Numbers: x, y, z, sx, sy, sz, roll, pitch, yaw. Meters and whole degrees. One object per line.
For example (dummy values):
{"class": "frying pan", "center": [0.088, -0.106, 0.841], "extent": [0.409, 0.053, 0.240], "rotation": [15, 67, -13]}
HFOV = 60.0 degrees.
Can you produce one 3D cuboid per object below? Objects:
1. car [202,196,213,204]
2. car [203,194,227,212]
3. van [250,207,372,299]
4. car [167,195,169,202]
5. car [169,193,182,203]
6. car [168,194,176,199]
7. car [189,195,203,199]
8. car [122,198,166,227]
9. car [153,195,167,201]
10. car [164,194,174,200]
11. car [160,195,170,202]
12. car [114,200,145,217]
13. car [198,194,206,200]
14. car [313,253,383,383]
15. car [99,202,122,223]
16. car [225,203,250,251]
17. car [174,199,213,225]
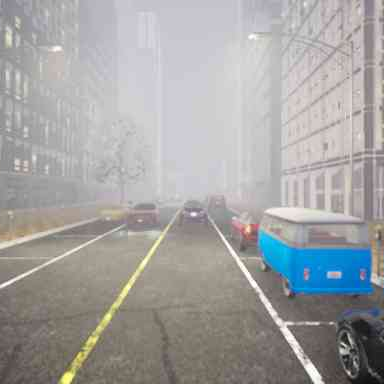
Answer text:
{"class": "car", "center": [2.691, 1.378, 59.541], "extent": [1.752, 1.417, 4.829], "rotation": [0, 0, 0]}
{"class": "car", "center": [2.693, 1.232, 36.603], "extent": [2.192, 1.841, 5.009], "rotation": [0, 0, 0]}
{"class": "van", "center": [2.694, 1.325, 8.143], "extent": [1.690, 1.788, 3.998], "rotation": [0, 0, 0]}
{"class": "car", "center": [-5.690, 1.419, 59.384], "extent": [1.947, 1.339, 4.313], "rotation": [0, 0, 0]}
{"class": "car", "center": [-3.026, 1.336, 63.769], "extent": [2.128, 1.511, 4.902], "rotation": [0, 0, 1]}
{"class": "car", "center": [-5.691, 1.285, 93.537], "extent": [1.887, 1.381, 4.507], "rotation": [0, 0, 0]}
{"class": "car", "center": [0.099, 1.469, 41.038], "extent": [1.994, 1.385, 4.181], "rotation": [0, 0, 0]}
{"class": "car", "center": [-3.100, 1.430, 22.430], "extent": [1.882, 1.535, 5.008], "rotation": [0, 0, 0]}
{"class": "car", "center": [-5.689, 1.421, 53.691], "extent": [2.008, 1.369, 4.403], "rotation": [0, 0, 0]}
{"class": "car", "center": [-5.691, 1.330, 82.153], "extent": [2.008, 1.369, 4.403], "rotation": [0, 0, 0]}
{"class": "car", "center": [-5.690, 1.399, 70.767], "extent": [1.802, 1.307, 4.206], "rotation": [0, 0, 0]}
{"class": "car", "center": [-5.688, 1.482, 30.922], "extent": [2.008, 1.369, 4.403], "rotation": [0, 0, 0]}
{"class": "car", "center": [2.690, 1.326, 87.833], "extent": [1.947, 1.339, 4.313], "rotation": [0, 0, 0]}
{"class": "car", "center": [2.694, 1.561, 2.450], "extent": [1.947, 1.339, 4.313], "rotation": [0, 0, 0]}
{"class": "car", "center": [-5.688, 1.471, 25.059], "extent": [1.752, 1.417, 4.829], "rotation": [0, 0, 0]}
{"class": "car", "center": [2.694, 1.412, 13.834], "extent": [1.967, 1.590, 4.097], "rotation": [0, 0, 0]}
{"class": "car", "center": [0.099, 1.454, 23.421], "extent": [2.163, 1.488, 4.792], "rotation": [0, 0, 0]}
